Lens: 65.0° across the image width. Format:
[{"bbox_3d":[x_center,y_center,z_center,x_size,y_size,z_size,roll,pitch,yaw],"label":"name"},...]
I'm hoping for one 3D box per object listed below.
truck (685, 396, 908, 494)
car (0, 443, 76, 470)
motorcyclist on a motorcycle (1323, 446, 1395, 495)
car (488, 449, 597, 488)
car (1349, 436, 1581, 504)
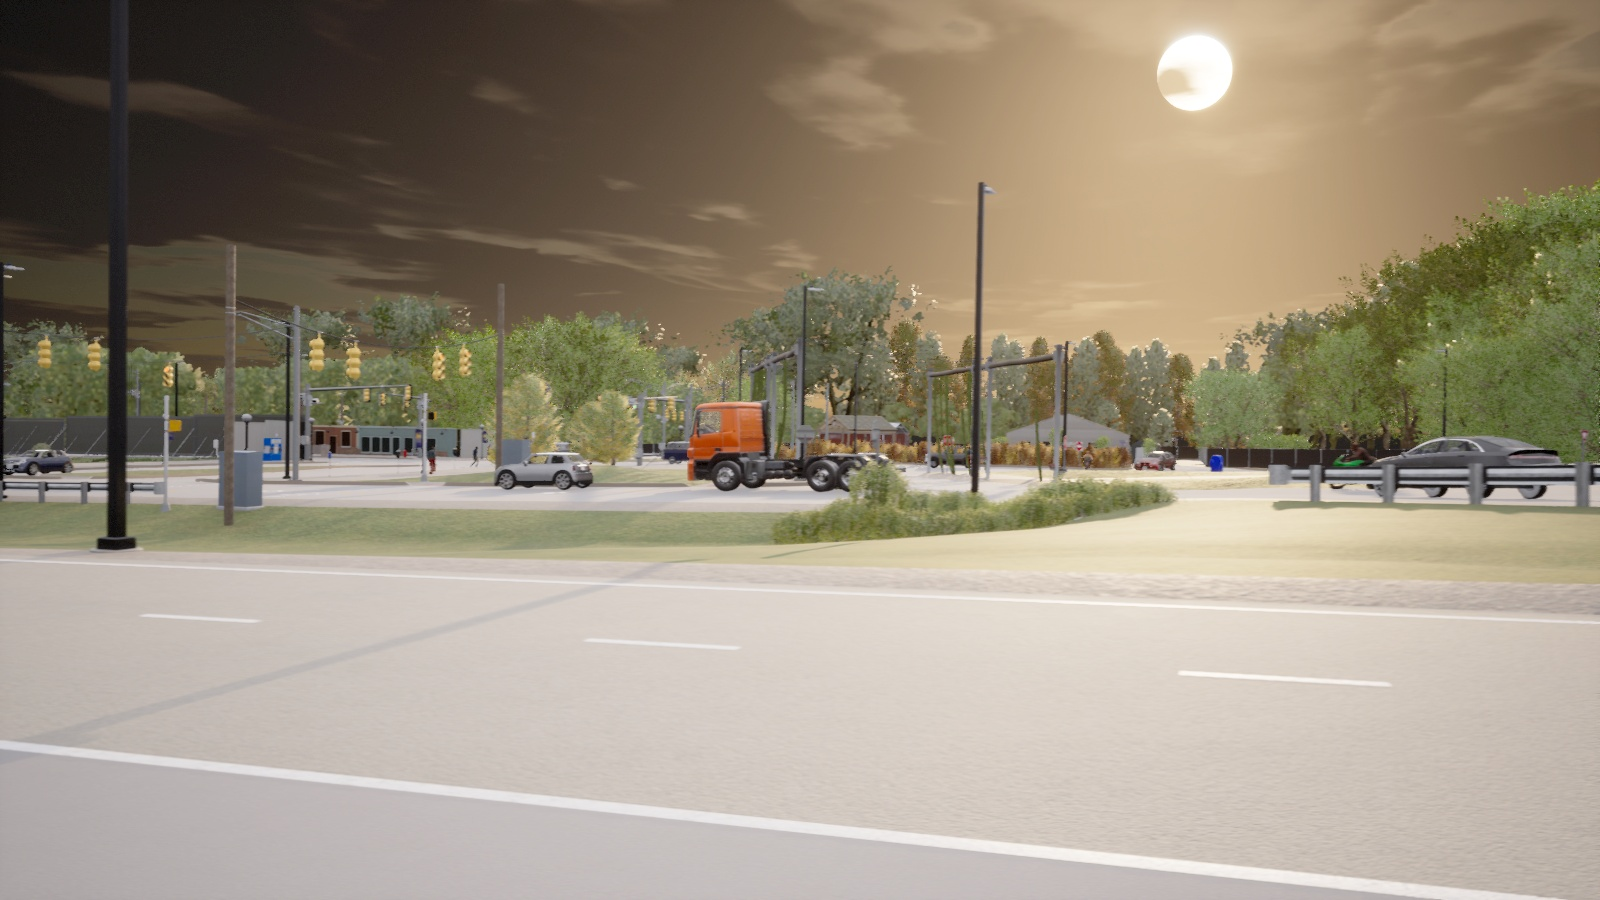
[{"bbox_3d":[-0.149,-0.208,47.433,7.936,3.462,2.891,0,1,22],"label":"truck"},{"bbox_3d":[-44.886,0.350,73.831,1.970,1.475,3.806,1,1,14],"label":"car"},{"bbox_3d":[17.767,0.648,39.926,2.044,1.523,0.797,-1,0,23],"label":"motorcyclist on a motorcycle"},{"bbox_3d":[-10.410,0.722,50.852,3.806,1.475,1.970,0,1,18],"label":"car"},{"bbox_3d":[16.026,0.510,30.618,2.128,1.511,4.902,1,-2,-18],"label":"car"}]
